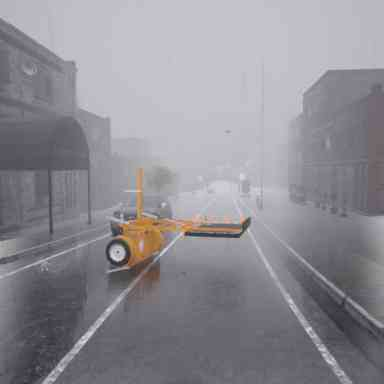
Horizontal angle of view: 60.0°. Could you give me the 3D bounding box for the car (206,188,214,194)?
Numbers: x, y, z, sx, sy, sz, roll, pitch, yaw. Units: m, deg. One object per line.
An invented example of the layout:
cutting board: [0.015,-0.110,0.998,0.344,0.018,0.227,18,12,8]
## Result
car: [4.611,-0.260,82.880,2.033,1.411,5.357,0,2,6]

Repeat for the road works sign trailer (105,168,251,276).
road works sign trailer: [-0.255,0.765,9.268,3.560,2.880,2.380,0,0,15]

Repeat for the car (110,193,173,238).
car: [-2.366,1.085,17.103,2.150,2.045,5.566,0,1,6]
